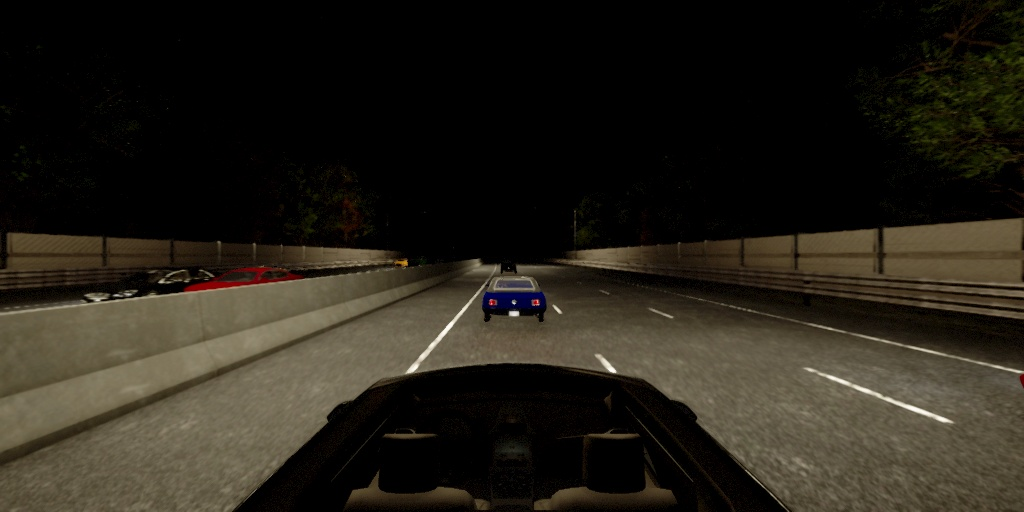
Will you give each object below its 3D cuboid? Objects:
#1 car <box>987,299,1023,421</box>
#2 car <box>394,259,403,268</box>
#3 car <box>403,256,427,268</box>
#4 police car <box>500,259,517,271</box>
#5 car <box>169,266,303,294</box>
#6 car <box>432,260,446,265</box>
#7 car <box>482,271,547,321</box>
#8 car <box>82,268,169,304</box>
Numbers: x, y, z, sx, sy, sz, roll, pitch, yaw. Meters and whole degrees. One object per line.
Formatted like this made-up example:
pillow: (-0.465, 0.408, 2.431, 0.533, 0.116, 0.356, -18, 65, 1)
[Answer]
car: (7.091, 1.274, 2.329, 1.812, 1.442, 4.674, 0, 0, 0)
car: (-18.568, 1.241, 60.942, 1.882, 1.535, 5.008, 0, 0, -1)
car: (-14.940, 0.984, 56.611, 2.150, 2.045, 5.566, 0, 0, -1)
police car: (-0.446, 1.190, 44.220, 1.930, 1.638, 5.238, 0, 0, -1)
car: (-10.665, 1.233, 14.706, 1.882, 1.535, 5.008, 0, 0, 0)
car: (-11.448, 1.292, 56.843, 1.812, 1.442, 4.674, 0, 0, -1)
car: (0.053, 1.355, 12.421, 1.895, 1.301, 4.718, 0, 0, 0)
car: (-14.165, 1.260, 14.648, 1.837, 1.490, 4.892, 0, 0, 0)
